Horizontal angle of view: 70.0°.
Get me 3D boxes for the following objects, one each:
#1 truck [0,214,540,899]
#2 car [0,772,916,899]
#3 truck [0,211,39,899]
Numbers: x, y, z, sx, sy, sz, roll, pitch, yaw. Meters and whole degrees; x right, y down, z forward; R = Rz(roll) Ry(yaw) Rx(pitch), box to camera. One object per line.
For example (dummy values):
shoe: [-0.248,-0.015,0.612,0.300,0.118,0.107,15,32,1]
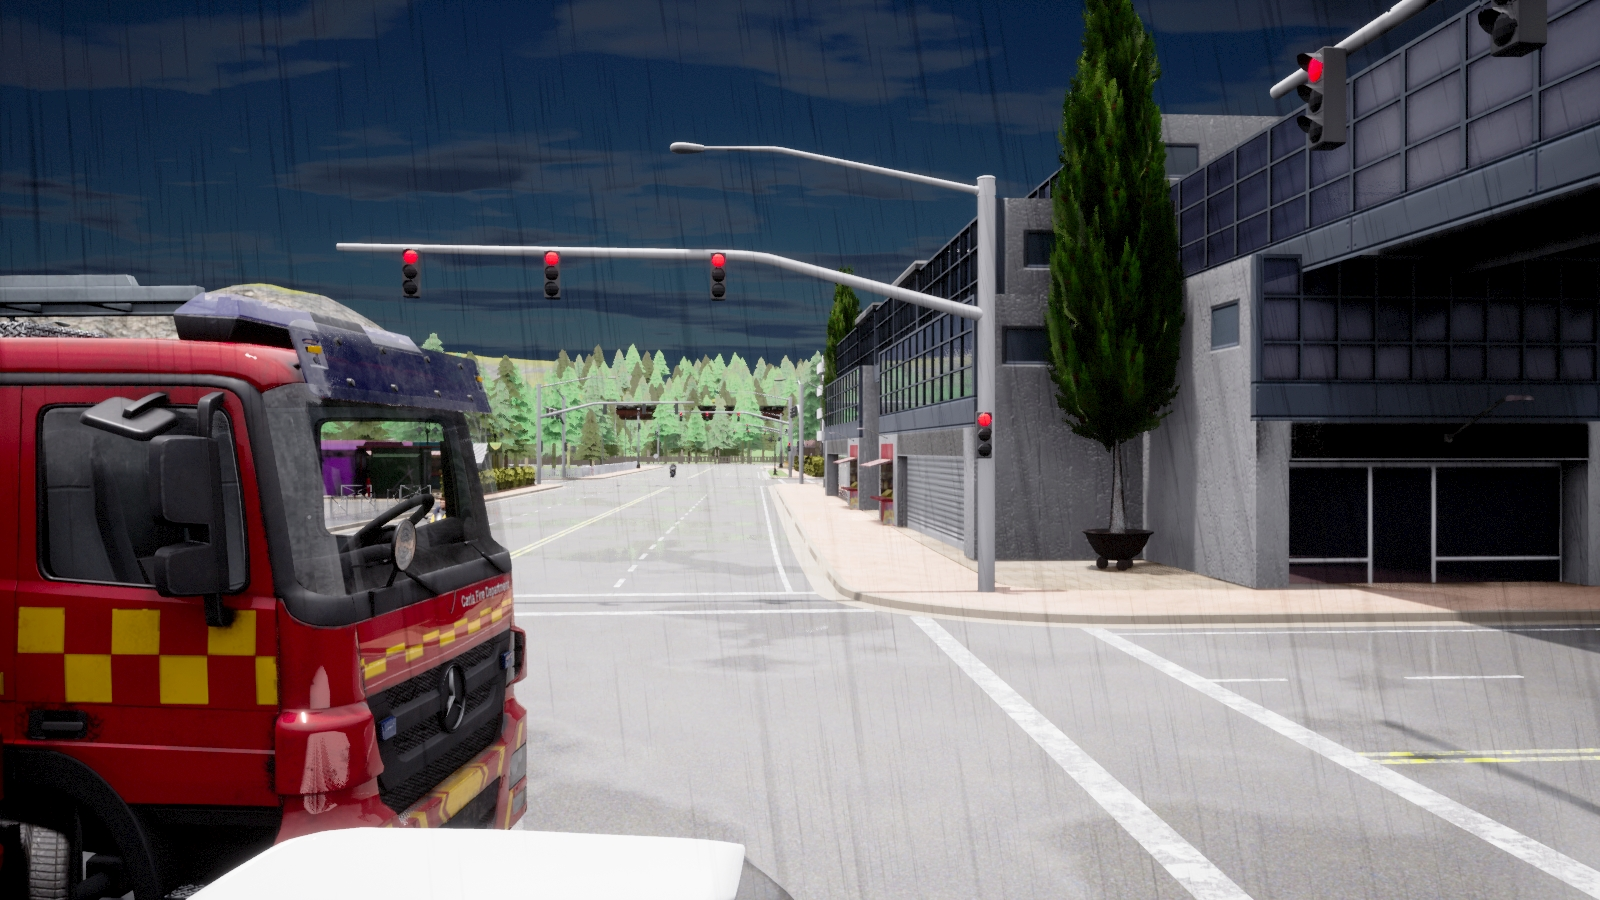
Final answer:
truck: [-6.102,0.890,6.659,8.468,3.827,2.891,0,0,4]
car: [-1.549,2.065,3.579,3.806,1.475,1.970,0,0,5]
truck: [-7.587,0.890,3.490,8.468,3.827,2.891,0,0,-3]
